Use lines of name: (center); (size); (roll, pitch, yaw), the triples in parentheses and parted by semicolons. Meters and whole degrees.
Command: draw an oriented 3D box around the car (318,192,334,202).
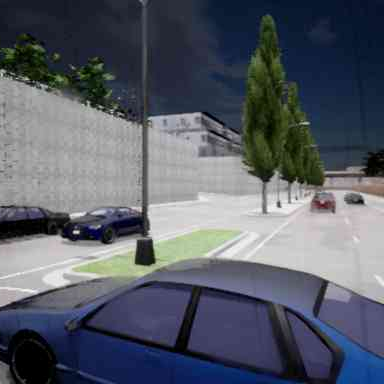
car: (20.729, 0.723, 51.274); (2.128, 1.511, 4.902); (1, 1, 23)

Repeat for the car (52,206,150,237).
car: (-3.587, 1.318, 14.460); (1.994, 1.385, 4.181); (1, 1, 24)

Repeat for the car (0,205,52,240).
car: (-7.609, 1.295, 14.126); (2.033, 1.411, 5.357); (1, 1, 25)

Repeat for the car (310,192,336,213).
car: (12.204, 0.885, 30.988); (2.097, 1.767, 4.553); (1, 1, 23)

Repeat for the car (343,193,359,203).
car: (24.025, 0.820, 50.342); (1.994, 1.385, 4.181); (1, 1, 23)

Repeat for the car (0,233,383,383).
car: (0.163, 1.487, 3.589); (5.357, 1.411, 2.033); (1, 1, 27)

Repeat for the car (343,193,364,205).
car: (20.853, 0.936, 42.568); (1.994, 1.385, 4.181); (1, 1, 24)
